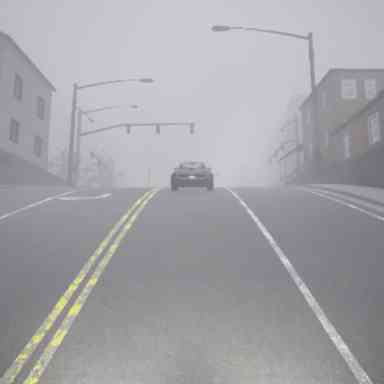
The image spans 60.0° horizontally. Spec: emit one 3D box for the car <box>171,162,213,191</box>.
[{"bbox_3d":[0.025,-0.819,16.673,1.994,1.385,4.181,0,4,1],"label":"car"}]
